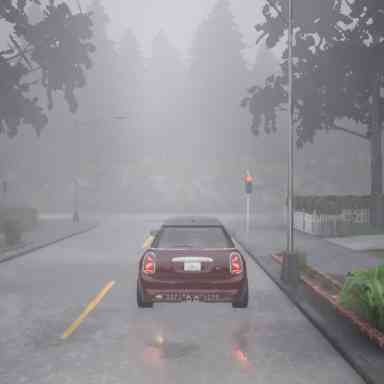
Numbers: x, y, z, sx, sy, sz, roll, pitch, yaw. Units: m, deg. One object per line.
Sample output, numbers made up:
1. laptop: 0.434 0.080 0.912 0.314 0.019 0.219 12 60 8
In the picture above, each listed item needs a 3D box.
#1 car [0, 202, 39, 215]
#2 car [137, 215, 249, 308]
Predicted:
1. car: -15.738 1.564 29.218 4.181 1.385 1.994 0 0 0
2. car: 0.021 1.352 8.082 2.097 1.767 4.553 0 0 0
